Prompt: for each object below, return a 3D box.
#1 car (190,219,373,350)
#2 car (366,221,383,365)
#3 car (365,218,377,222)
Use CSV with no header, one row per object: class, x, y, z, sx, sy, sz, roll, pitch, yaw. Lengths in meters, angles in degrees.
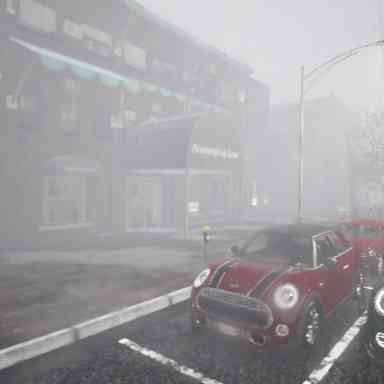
car,1.768,1.407,6.194,1.967,1.590,4.097,1,0,39
car,4.237,1.379,5.107,2.097,1.767,4.553,2,1,39
car,5.288,1.540,10.482,1.887,1.381,4.507,1,0,39
